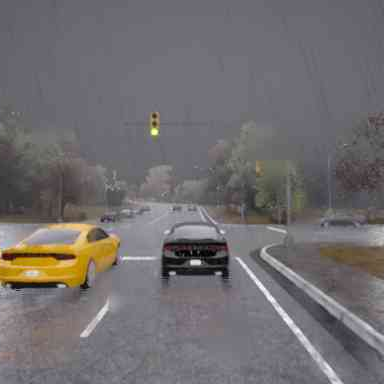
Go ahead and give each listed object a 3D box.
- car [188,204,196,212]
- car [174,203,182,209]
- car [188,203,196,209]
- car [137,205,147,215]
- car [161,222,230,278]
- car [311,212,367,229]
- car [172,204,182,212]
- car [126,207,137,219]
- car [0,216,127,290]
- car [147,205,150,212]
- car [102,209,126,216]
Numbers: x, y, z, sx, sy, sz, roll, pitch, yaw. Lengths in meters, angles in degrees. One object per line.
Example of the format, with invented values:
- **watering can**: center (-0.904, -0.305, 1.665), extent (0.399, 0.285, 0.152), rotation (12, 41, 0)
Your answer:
- **car**: center (0.049, 3.671, 75.462), extent (2.128, 1.511, 4.902), rotation (0, 0, 0)
- **car**: center (-3.563, 3.690, 85.918), extent (1.994, 1.385, 4.181), rotation (0, 0, -3)
- **car**: center (-0.062, 3.696, 85.901), extent (1.994, 1.385, 4.181), rotation (0, 0, -3)
- **car**: center (-10.500, 3.635, 63.892), extent (2.128, 1.511, 4.902), rotation (0, 0, 1)
- **car**: center (0.096, 1.701, 10.842), extent (1.882, 1.535, 5.008), rotation (0, -2, 0)
- **car**: center (13.530, 2.615, 30.805), extent (4.902, 1.511, 2.128), rotation (0, -3, -3)
- **car**: center (-3.451, 3.646, 75.849), extent (1.837, 1.490, 4.892), rotation (0, 0, 0)
- **car**: center (-10.549, 3.539, 53.788), extent (1.812, 1.442, 4.674), rotation (0, -1, 0)
- **car**: center (-3.405, 1.663, 9.615), extent (1.882, 1.535, 5.008), rotation (0, -2, 0)
- **car**: center (-10.452, 3.685, 74.473), extent (2.033, 1.411, 5.357), rotation (0, 0, 0)
- **car**: center (-10.583, 3.269, 43.919), extent (2.033, 1.411, 5.357), rotation (0, -2, 1)
